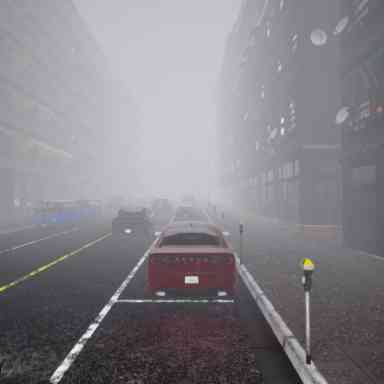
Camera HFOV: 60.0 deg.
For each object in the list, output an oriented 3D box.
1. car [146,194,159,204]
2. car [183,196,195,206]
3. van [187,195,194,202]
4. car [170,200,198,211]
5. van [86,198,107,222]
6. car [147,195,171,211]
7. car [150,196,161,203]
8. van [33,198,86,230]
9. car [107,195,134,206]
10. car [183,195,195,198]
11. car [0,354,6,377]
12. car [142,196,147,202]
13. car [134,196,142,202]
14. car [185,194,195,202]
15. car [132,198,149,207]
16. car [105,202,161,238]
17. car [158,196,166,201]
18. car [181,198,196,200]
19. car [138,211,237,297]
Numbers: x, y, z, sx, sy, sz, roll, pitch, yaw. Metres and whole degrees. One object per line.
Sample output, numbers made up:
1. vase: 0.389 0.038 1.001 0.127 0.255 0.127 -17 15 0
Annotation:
1. car: -8.319 1.471 70.528 2.192 1.841 5.009 1 0 0
2. car: -0.474 1.553 59.411 1.967 1.590 4.097 1 0 0
3. van: -0.476 1.575 87.068 1.690 1.788 3.998 1 0 0
4. car: -0.438 1.572 26.224 1.887 1.381 4.507 1 0 0
5. van: -8.314 1.368 26.285 1.690 1.788 3.998 1 0 0
6. car: -3.023 1.394 33.767 2.097 1.767 4.553 0 0 0
7. car: -8.325 1.725 76.058 1.887 1.381 4.507 1 0 0
8. van: -8.313 1.359 20.753 1.690 1.788 3.998 2 0 0
9. car: -8.315 1.365 37.346 2.192 1.841 5.009 1 0 0
10. car: -0.430 1.490 37.286 1.967 1.590 4.097 1 0 0
11. car: -2.921 1.548 1.091 2.033 1.411 5.357 0 0 0
12. car: -5.774 1.166 46.804 1.882 1.535 5.008 0 0 0
13. car: -8.315 1.379 42.875 2.192 1.841 5.009 1 0 0
14. car: -0.474 1.521 81.536 2.192 1.841 5.009 1 0 0
15. car: -8.323 1.660 53.938 1.947 1.339 4.313 1 0 0
16. car: -2.922 1.518 17.630 1.837 1.490 4.892 0 0 0
17. car: -8.328 1.846 92.652 1.802 1.307 4.206 1 0 0
18. car: -0.439 1.582 31.754 1.887 1.381 4.507 1 0 0
19. car: -0.006 1.482 8.653 1.882 1.535 5.008 0 0 0
